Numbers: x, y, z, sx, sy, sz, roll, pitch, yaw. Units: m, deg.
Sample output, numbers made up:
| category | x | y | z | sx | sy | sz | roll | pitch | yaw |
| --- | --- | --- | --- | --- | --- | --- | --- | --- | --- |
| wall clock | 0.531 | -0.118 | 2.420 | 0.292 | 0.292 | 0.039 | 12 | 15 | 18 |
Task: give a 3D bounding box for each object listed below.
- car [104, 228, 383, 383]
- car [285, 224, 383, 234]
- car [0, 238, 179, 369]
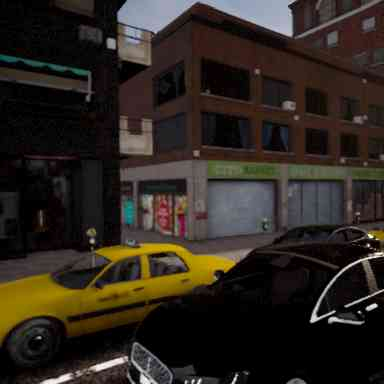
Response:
| category | x | y | z | sx | sy | sz | roll | pitch | yaw |
| --- | --- | --- | --- | --- | --- | --- | --- | --- | --- |
| car | 1.551 | 1.507 | 4.471 | 4.892 | 1.490 | 1.837 | 0 | 0 | -35 |
| car | 3.389 | 1.571 | 8.963 | 4.313 | 1.339 | 1.947 | 0 | -1 | -35 |
| car | -1.260 | 1.521 | 5.675 | 4.829 | 1.417 | 1.752 | 0 | -1 | -35 |
